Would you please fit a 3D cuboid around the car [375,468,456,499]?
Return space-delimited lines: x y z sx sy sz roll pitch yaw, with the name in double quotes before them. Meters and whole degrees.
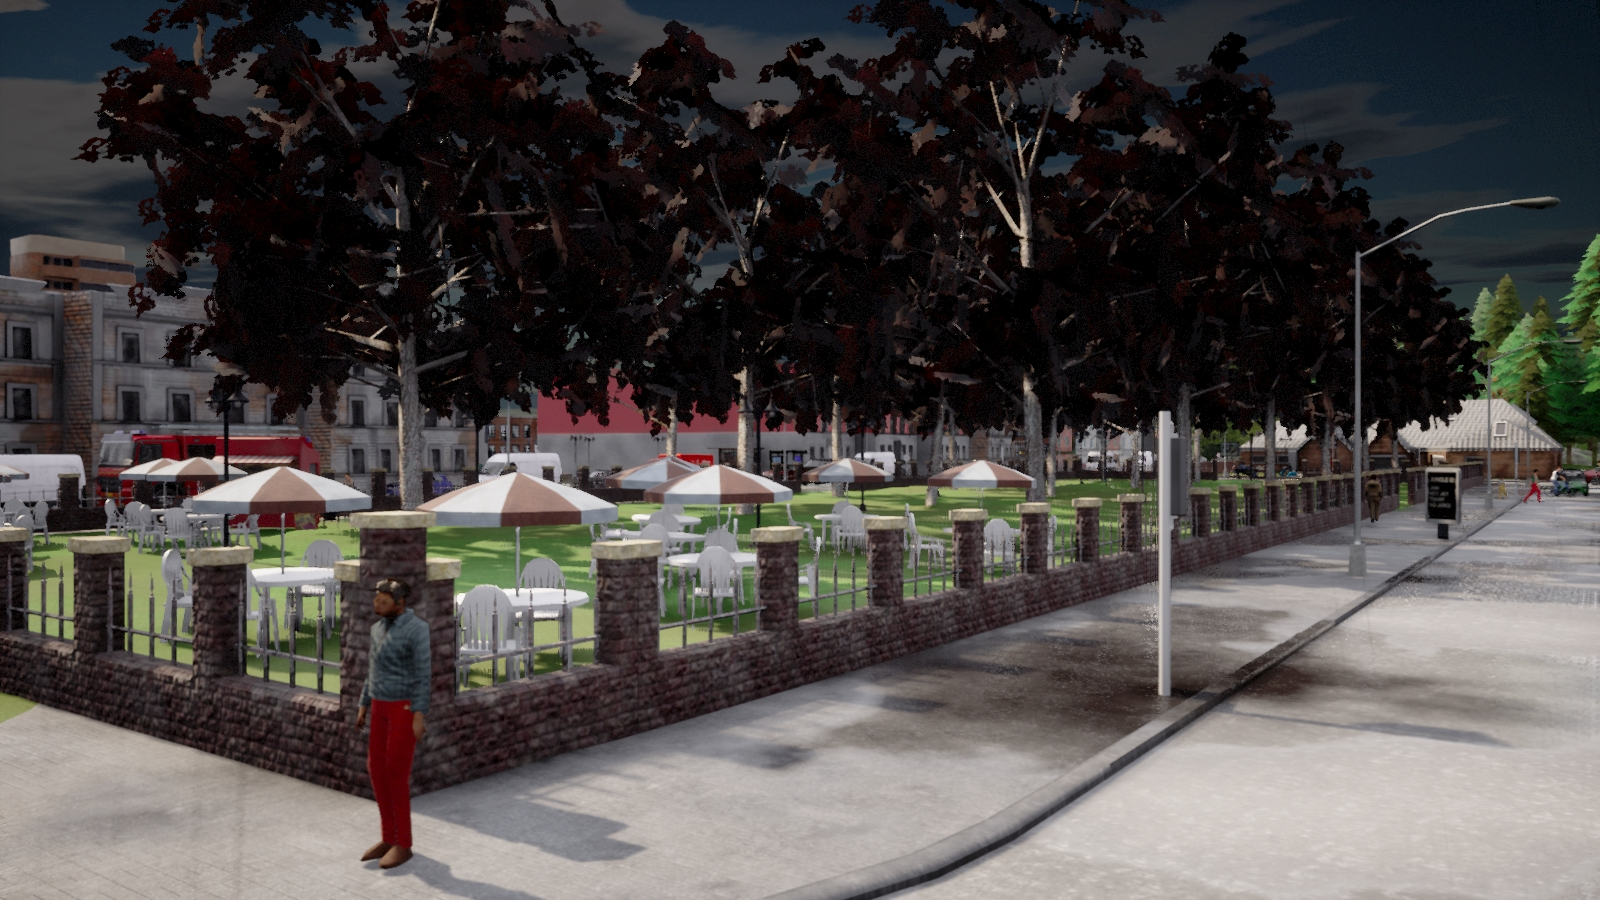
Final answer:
"car" -20.047 1.748 59.741 1.845 1.501 3.633 0 0 35

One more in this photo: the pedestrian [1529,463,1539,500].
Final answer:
"pedestrian" 37.915 1.623 59.026 0.375 1.860 0.375 0 0 16

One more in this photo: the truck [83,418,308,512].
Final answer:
"truck" -26.600 0.600 50.780 2.891 3.827 8.468 0 0 35

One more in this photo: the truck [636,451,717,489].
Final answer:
"truck" -8.235 1.278 76.673 2.627 2.467 5.204 0 0 35

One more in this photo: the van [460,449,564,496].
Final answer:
"van" -16.331 1.244 65.085 1.988 2.561 5.915 0 0 35

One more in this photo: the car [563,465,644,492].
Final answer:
"car" -12.168 1.744 71.052 2.097 1.535 5.006 0 0 35

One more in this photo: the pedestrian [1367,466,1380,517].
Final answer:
"pedestrian" 20.990 1.514 41.801 0.375 1.860 0.375 0 0 35

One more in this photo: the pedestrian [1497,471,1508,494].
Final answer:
"pedestrian" 38.770 1.796 63.067 0.375 1.300 0.375 0 0 -6

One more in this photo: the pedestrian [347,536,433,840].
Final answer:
"pedestrian" -2.658 1.506 7.408 0.375 1.860 0.375 0 0 36

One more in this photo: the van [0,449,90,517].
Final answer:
"van" -31.023 1.245 44.010 1.988 2.561 5.915 0 0 35
